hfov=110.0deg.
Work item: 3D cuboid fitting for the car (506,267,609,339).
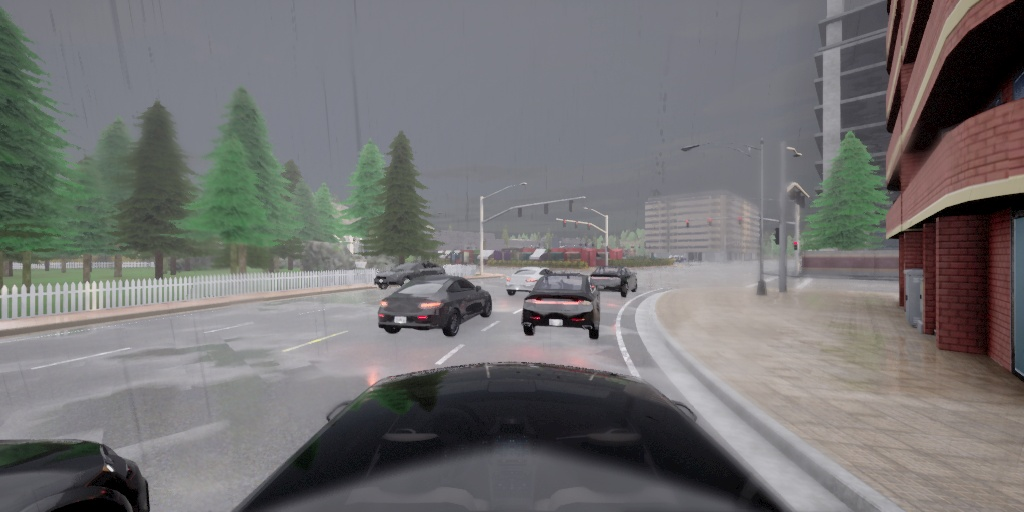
[{"bbox_3d":[1.561,1.242,10.208,2.128,1.511,4.902,0,0,14],"label":"car"}]

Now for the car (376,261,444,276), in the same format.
[{"bbox_3d":[-5.840,1.056,21.091,1.837,1.490,4.892,0,0,26],"label":"car"}]

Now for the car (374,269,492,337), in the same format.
[{"bbox_3d":[-1.986,1.276,10.340,1.812,1.442,4.674,0,0,13],"label":"car"}]

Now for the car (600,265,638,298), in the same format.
[{"bbox_3d":[5.344,1.241,18.824,2.128,1.511,4.902,0,0,28],"label":"car"}]

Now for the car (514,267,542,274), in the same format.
[{"bbox_3d":[1.266,1.276,18.837,1.812,1.442,4.674,0,0,26],"label":"car"}]

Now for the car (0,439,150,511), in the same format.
[{"bbox_3d":[-3.170,1.314,0.434,1.994,1.385,4.181,0,0,-2],"label":"car"}]
